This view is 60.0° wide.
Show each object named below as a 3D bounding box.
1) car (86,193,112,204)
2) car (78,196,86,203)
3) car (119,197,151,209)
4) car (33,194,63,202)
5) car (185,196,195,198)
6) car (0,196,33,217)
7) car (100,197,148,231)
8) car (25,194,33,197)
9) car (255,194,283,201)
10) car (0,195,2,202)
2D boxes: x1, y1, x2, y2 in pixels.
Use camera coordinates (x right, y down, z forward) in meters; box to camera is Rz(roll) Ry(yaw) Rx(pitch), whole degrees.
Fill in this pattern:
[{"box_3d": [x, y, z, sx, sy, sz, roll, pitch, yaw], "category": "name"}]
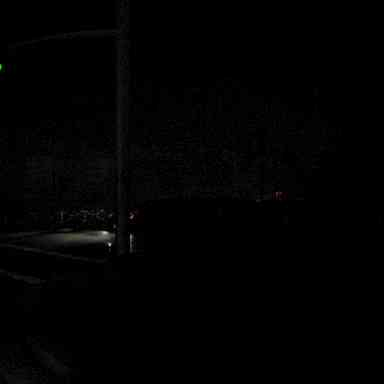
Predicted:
[{"box_3d": [-15.861, 1.097, 58.991, 1.932, 1.855, 4.605, 0, 0, 35], "category": "car"}, {"box_3d": [-18.471, 1.077, 60.333, 1.905, 1.878, 3.866, 0, 0, 35], "category": "car"}, {"box_3d": [-7.488, 1.384, 43.809, 1.970, 1.475, 3.806, 0, 0, 35], "category": "car"}, {"box_3d": [-28.916, 1.154, 67.722, 2.152, 1.636, 5.027, 0, 0, 35], "category": "car"}, {"box_3d": [-0.769, 1.374, 48.146, 1.845, 1.501, 3.633, 0, 0, 35], "category": "car"}, {"box_3d": [-15.798, 1.340, 26.888, 2.007, 1.523, 4.514, 0, 0, 35], "category": "car"}, {"box_3d": [-3.034, 1.352, 20.545, 2.097, 1.767, 4.553, 0, 0, 35], "category": "car"}, {"box_3d": [-34.342, 1.232, 71.164, 1.970, 1.475, 3.806, 0, 0, 35], "category": "car"}, {"box_3d": [8.436, 1.221, 37.032, 2.150, 2.045, 5.566, 0, 0, 35], "category": "car"}, {"box_3d": [-41.403, 1.298, 67.525, 2.007, 1.523, 4.514, 0, 0, 35], "category": "car"}]
